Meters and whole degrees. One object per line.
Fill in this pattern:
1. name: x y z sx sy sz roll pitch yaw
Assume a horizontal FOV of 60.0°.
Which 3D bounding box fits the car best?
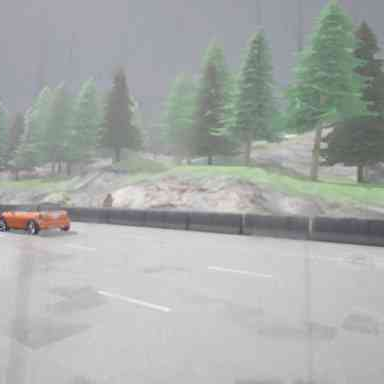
1. car: -9.061 1.371 19.048 4.553 1.767 2.097 0 0 35
